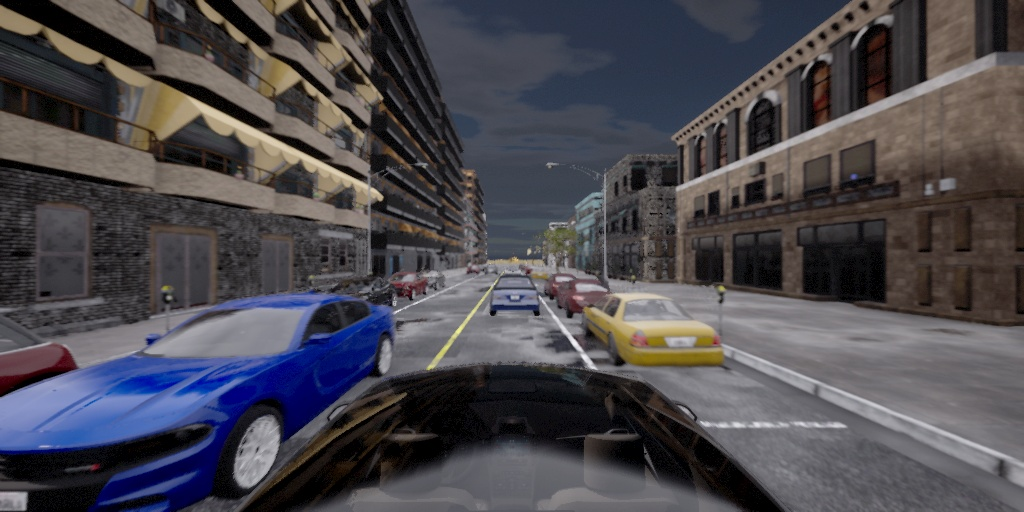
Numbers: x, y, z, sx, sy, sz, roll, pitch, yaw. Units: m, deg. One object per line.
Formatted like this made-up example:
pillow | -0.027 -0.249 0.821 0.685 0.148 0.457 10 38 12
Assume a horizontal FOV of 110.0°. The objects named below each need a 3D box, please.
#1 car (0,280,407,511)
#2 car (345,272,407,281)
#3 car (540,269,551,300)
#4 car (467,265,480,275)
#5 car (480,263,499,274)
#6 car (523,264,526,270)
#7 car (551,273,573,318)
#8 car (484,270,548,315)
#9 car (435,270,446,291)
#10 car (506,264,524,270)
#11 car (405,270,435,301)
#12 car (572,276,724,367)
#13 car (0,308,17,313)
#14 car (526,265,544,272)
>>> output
car | -3.100 1.269 4.702 1.882 1.535 5.008 0 -1 0
car | -5.691 1.482 13.541 1.948 1.339 4.313 0 0 0
car | 2.689 1.579 19.190 1.802 1.307 4.207 0 0 0
car | -5.691 2.028 53.280 1.888 1.381 4.507 0 0 0
car | -3.002 1.963 52.311 2.128 1.511 4.902 0 -1 0
car | 2.690 1.947 47.574 1.888 1.381 4.507 0 0 0
car | 2.689 1.498 13.513 1.802 1.307 4.207 0 0 0
car | 0.100 1.479 14.556 2.033 1.411 5.357 0 -1 0
car | -5.691 1.628 24.895 2.007 1.370 4.403 0 0 0
car | 0.102 1.932 42.649 1.895 1.301 4.718 0 -1 0
car | -5.691 1.542 19.218 1.888 1.381 4.507 0 0 0
car | 2.689 1.362 8.006 1.751 1.417 4.829 0 0 0
car | -5.697 1.196 2.187 1.967 1.591 4.097 0 0 0
car | 2.690 1.765 36.390 1.751 1.417 4.829 0 0 0
